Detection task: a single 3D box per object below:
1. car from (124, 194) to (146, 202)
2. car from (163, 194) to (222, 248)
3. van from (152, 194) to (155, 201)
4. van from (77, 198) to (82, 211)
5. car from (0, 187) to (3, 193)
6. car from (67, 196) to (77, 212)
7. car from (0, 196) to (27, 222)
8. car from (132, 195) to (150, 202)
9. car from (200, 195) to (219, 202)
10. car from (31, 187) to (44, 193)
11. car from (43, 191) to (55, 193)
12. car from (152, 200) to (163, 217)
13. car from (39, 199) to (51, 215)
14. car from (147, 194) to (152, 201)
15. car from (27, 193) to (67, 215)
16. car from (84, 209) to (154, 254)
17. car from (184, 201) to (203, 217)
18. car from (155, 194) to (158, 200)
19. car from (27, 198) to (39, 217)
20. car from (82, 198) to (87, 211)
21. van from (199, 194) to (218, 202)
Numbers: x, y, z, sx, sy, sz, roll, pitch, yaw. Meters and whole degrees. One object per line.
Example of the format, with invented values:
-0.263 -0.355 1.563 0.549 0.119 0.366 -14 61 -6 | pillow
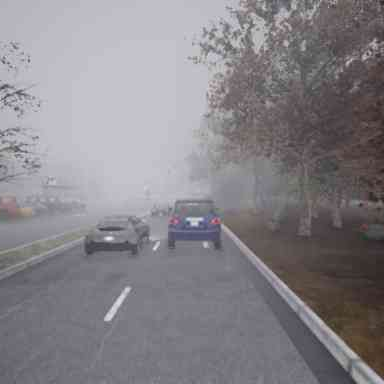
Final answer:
-14.457 1.823 82.749 4.792 1.488 2.163 -1 0 -15 | car
0.095 1.275 15.093 2.150 2.045 5.566 0 0 0 | car
-13.256 1.612 91.735 4.442 1.987 1.878 -1 -1 -14 | van
-16.607 1.512 41.966 4.442 1.987 1.878 -1 -1 -19 | van
-43.209 -0.584 73.737 2.231 1.521 4.892 6 -3 -19 | car
-16.722 1.464 38.930 5.566 2.045 2.435 -1 -1 -20 | car
-16.823 1.371 26.880 5.566 2.045 2.435 -1 0 -20 | car
-13.720 1.697 88.694 4.553 1.767 2.185 -1 -1 -14 | car
4.652 1.641 88.318 4.553 1.767 2.185 1 -1 -14 | car
-34.171 -0.018 73.684 2.435 2.045 5.566 6 -3 -19 | car
-31.176 0.545 73.621 2.002 1.452 4.674 6 -3 -19 | car
-2.887 1.779 32.922 1.895 1.301 4.718 0 0 0 | car
-16.774 1.709 32.895 4.674 1.452 2.002 -1 0 -20 | car
-13.813 1.798 85.741 5.366 1.575 1.946 -1 -1 -15 | car
-16.795 1.441 35.893 5.566 2.045 2.435 -1 0 -20 | car
-2.900 1.608 13.650 1.994 1.385 4.181 0 0 0 | car
0.128 1.691 33.968 1.837 1.490 4.892 0 0 0 | car
-13.028 1.859 94.704 4.892 1.521 2.231 -1 -1 -14 | car
-16.963 1.644 29.828 5.366 1.575 1.946 -1 0 -20 | car
-16.632 1.637 44.943 4.553 1.767 2.185 -1 0 -19 | car
4.270 1.524 85.349 4.442 1.987 1.878 1 0 -14 | van
